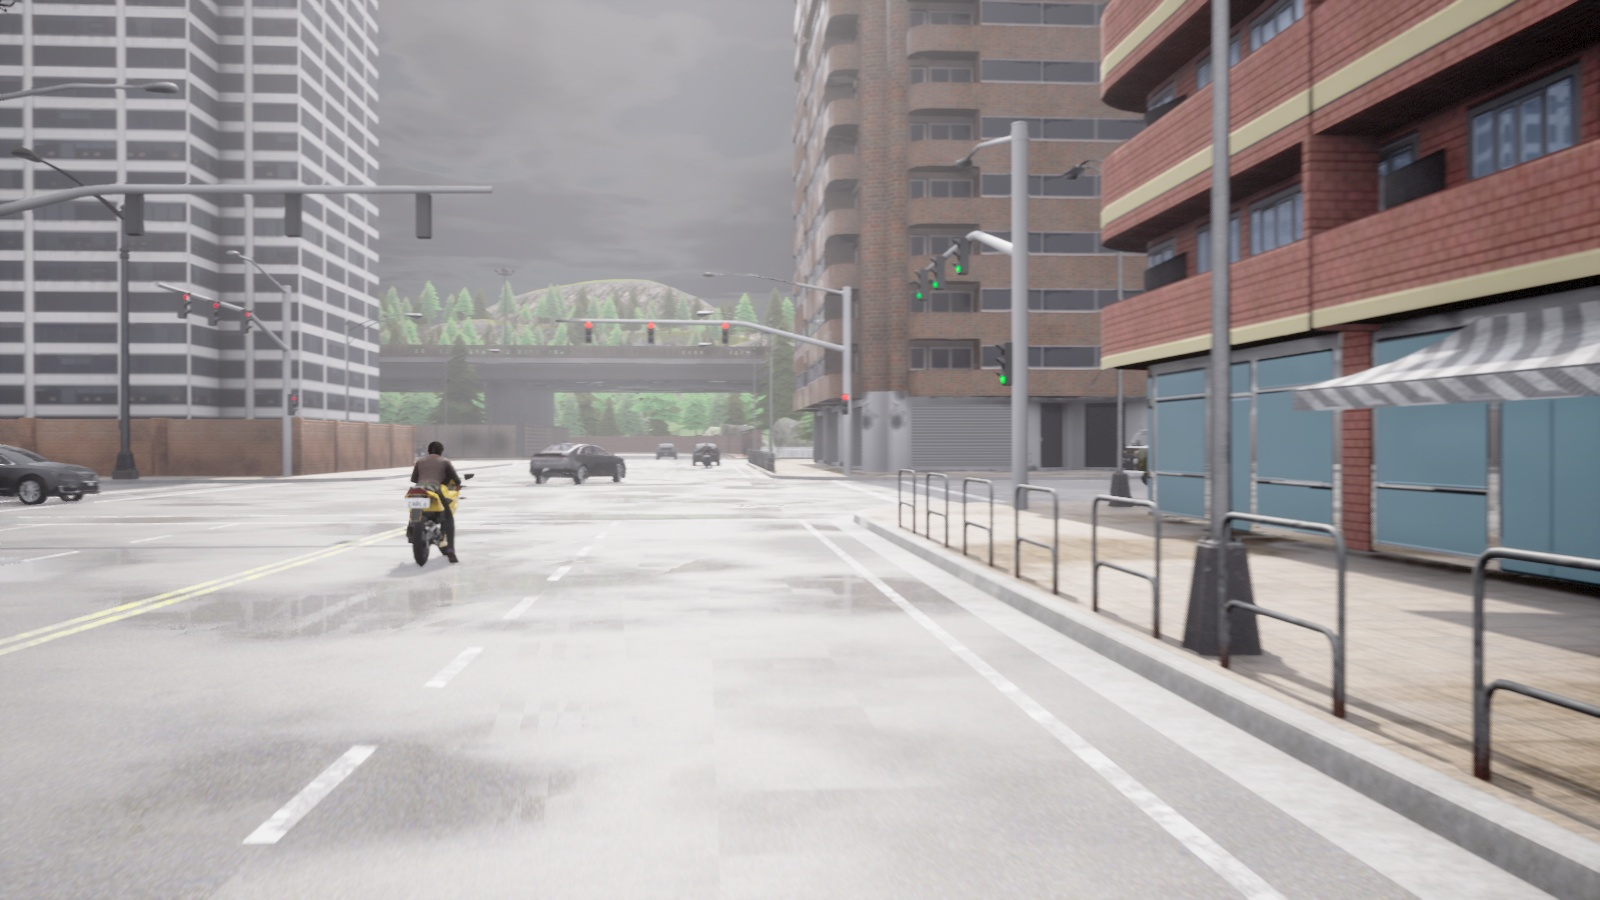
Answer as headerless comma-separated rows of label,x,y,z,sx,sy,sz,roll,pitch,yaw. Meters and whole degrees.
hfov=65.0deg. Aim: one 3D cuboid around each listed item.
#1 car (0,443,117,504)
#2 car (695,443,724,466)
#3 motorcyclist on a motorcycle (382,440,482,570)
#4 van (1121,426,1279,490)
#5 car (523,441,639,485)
car,-20.104,0.574,31.541,4.892,1.490,1.837,0,0,0
car,-6.060,0.279,83.791,1.837,1.490,4.892,0,0,-4
motorcyclist on a motorcycle,-4.589,0.640,15.804,0.797,1.523,2.044,0,0,-4
van,12.989,0.239,40.972,4.480,2.038,2.069,0,0,-4
car,-8.022,0.440,46.547,2.128,1.511,4.902,0,0,19
